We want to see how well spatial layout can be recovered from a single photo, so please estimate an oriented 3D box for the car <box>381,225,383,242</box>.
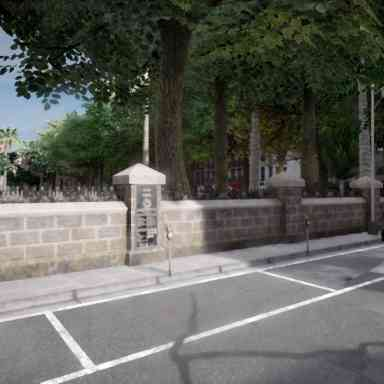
[{"bbox_3d":[9.700,1.308,13.463,5.009,1.841,2.192,0,0,-36],"label":"car"}]
